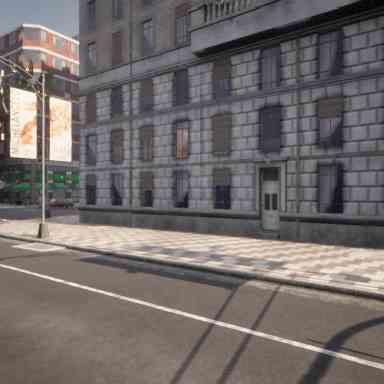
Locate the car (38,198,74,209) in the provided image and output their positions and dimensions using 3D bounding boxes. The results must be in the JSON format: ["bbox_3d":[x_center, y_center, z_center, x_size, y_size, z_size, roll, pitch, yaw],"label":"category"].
[{"bbox_3d":[-18.067,1.526,44.397,1.812,1.442,4.674,0,0,36],"label":"car"}]
